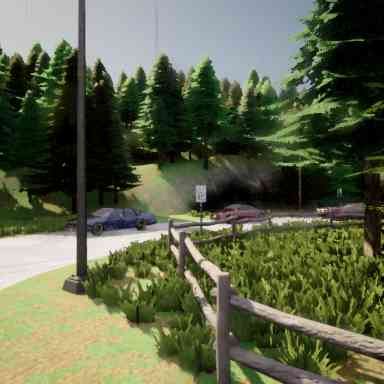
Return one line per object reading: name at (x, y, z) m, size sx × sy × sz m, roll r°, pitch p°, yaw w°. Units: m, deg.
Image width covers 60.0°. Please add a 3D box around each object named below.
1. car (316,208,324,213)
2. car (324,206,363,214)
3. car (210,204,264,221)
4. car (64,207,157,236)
car at (12.992, 1.628, 28.079) m, size 4.718 × 1.301 × 1.895 m, roll 0°, pitch 0°, yaw -6°
car at (12.661, 1.552, 24.632) m, size 4.674 × 1.442 × 1.812 m, roll 0°, pitch 0°, yaw -9°
car at (3.474, 1.591, 25.180) m, size 4.181 × 1.385 × 1.994 m, roll 0°, pitch 0°, yaw -26°
car at (-4.467, 1.574, 19.138) m, size 2.033 × 1.411 × 5.357 m, roll 0°, pitch 0°, yaw 41°
